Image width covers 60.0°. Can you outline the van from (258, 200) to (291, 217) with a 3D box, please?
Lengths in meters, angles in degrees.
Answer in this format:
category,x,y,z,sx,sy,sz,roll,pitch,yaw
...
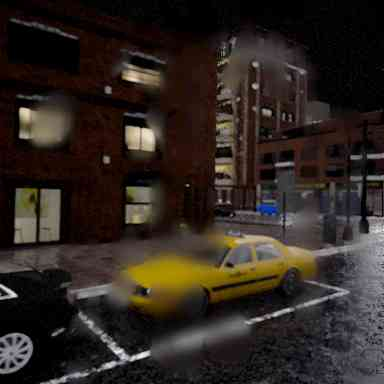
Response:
category,x,y,z,sx,sy,sz,roll,pitch,yaw
van,9.440,1.858,38.331,1.690,1.788,3.998,1,-1,-35

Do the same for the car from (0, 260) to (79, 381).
category,x,y,z,sx,sy,sz,roll,pitch,yaw
car,-3.640,1.545,3.906,4.403,1.369,2.008,0,1,-35

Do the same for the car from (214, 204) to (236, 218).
category,x,y,z,sx,sy,sz,roll,pitch,yaw
car,2.547,1.877,33.563,1.947,1.339,4.313,1,-1,-35

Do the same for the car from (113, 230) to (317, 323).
category,x,y,z,sx,sy,sz,roll,pitch,yaw
car,0.752,1.559,7.248,4.829,1.417,1.752,0,1,-35
